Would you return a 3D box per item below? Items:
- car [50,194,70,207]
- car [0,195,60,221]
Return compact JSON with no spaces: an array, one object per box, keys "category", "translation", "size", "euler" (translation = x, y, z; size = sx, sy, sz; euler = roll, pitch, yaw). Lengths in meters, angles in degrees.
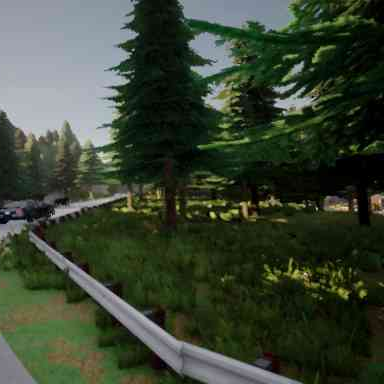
[{"category":"car","translation":[-14.474,0.978,34.955],"size":[2.128,1.511,4.902],"euler":[-3,2,0]},{"category":"car","translation":[-10.599,1.191,21.367],"size":[2.033,1.411,5.357],"euler":[-3,2,-4]}]
